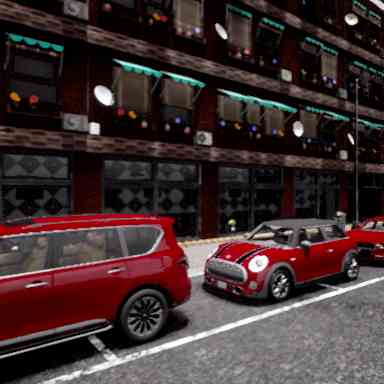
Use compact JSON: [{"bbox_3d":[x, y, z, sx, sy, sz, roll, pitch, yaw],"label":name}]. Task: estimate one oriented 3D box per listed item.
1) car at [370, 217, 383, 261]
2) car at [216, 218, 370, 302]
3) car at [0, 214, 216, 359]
[{"bbox_3d":[6.854,1.522,11.435,4.507,1.381,1.887,0,0,-35],"label":"car"},{"bbox_3d":[2.262,1.428,8.165,4.097,1.590,1.967,0,0,-35],"label":"car"},{"bbox_3d":[-2.328,1.314,4.895,5.009,1.841,2.192,0,0,-35],"label":"car"}]
